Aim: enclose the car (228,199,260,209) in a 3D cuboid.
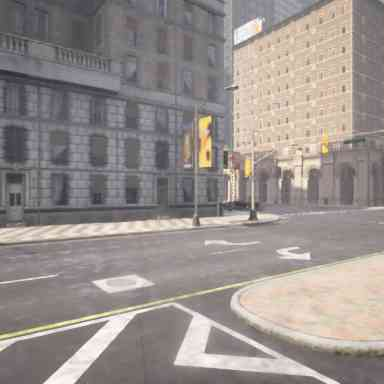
[{"bbox_3d":[7.311,1.600,46.495,1.895,1.301,4.718,0,0,-36],"label":"car"}]
